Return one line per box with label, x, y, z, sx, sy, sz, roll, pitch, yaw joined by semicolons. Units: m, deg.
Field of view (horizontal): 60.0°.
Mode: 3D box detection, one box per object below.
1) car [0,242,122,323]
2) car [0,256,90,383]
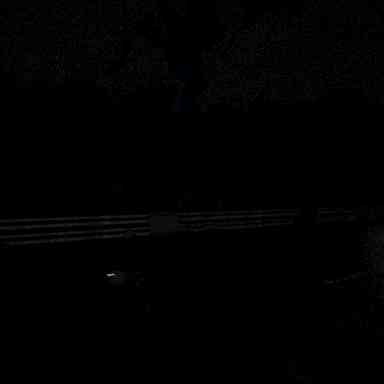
car;-3.498;1.524;5.523;4.674;1.442;1.812;0;0;-35
car;-3.239;1.476;1.407;4.902;1.511;2.128;1;0;-36
